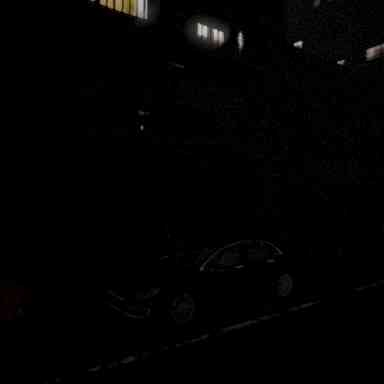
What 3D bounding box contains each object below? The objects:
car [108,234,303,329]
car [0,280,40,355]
[{"bbox_3d":[0.473,1.590,6.907,4.403,1.369,2.008,1,-1,-35],"label":"car"},{"bbox_3d":[-4.294,1.511,3.509,4.829,1.417,1.752,1,-1,-35],"label":"car"}]
